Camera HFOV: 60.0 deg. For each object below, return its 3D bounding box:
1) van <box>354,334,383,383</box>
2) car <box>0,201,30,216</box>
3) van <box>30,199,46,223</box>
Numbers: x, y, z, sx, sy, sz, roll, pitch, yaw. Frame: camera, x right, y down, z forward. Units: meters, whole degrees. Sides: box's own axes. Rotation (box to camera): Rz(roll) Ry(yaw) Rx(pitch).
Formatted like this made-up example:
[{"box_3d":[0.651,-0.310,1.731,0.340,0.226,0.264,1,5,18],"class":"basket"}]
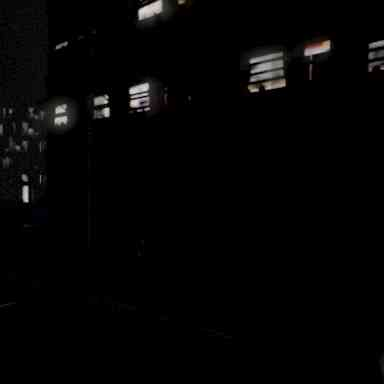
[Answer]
[{"box_3d":[2.613,1.344,0.994,3.998,1.788,1.690,0,1,36],"class":"van"},{"box_3d":[-15.980,1.421,28.986,1.947,1.339,4.313,1,1,35],"class":"car"},{"box_3d":[-9.146,1.334,24.129,1.690,1.788,3.998,1,1,35],"class":"van"}]
